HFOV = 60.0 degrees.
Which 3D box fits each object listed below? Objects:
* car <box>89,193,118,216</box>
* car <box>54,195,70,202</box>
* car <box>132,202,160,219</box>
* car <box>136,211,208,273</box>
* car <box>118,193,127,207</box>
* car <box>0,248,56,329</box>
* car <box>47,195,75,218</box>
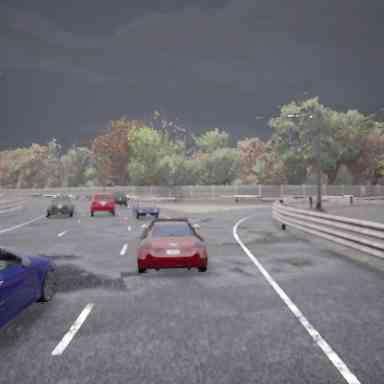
[{"bbox_3d":[-8.614,1.142,31.890,2.150,2.045,5.566,0,0,-17],"label":"car"},{"bbox_3d":[-29.441,1.344,75.251,1.837,1.490,4.892,0,0,-42],"label":"car"},{"bbox_3d":[-4.027,1.519,28.335,1.895,1.301,4.718,0,0,-15],"label":"car"},{"bbox_3d":[-0.677,1.530,10.693,1.994,1.385,4.181,0,0,-5],"label":"car"},{"bbox_3d":[-10.693,1.098,47.075,2.150,2.045,5.566,0,0,-24],"label":"car"},{"bbox_3d":[-3.704,1.520,5.125,1.812,1.442,4.674,0,0,-3],"label":"car"},{"bbox_3d":[-11.831,1.289,30.245,2.097,1.767,4.553,0,0,-17],"label":"car"}]
